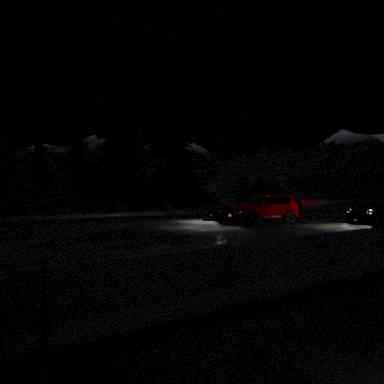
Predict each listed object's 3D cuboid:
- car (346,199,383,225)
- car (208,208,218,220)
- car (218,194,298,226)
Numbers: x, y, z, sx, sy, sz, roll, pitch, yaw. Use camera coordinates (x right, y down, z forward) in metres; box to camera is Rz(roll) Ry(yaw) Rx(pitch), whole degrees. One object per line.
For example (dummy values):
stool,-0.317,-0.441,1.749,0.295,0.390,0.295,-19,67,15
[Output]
car,13.118,1.322,23.551,4.553,1.767,2.097,0,0,-26
car,3.512,1.485,26.454,4.674,1.442,1.812,0,0,-29
car,4.912,1.187,23.261,5.566,2.045,2.150,0,0,-29
